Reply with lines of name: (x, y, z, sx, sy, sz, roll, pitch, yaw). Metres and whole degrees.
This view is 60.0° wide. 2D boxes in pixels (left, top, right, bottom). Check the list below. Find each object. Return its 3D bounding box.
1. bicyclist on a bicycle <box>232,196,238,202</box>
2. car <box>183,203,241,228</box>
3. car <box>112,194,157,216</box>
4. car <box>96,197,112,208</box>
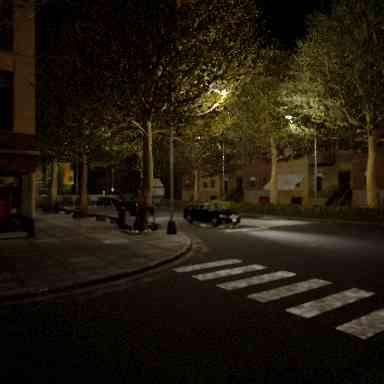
bicyclist on a bicycle: (4.848, 1.291, 37.684, 1.656, 1.620, 0.582, 0, 0, -35)
car: (1.252, 1.486, 22.694, 2.128, 1.511, 4.902, 0, 0, -34)
car: (-5.531, 1.217, 32.509, 2.150, 2.045, 5.566, 0, 0, -34)
car: (-12.608, 1.498, 49.026, 1.837, 1.490, 4.892, 0, 0, -34)
